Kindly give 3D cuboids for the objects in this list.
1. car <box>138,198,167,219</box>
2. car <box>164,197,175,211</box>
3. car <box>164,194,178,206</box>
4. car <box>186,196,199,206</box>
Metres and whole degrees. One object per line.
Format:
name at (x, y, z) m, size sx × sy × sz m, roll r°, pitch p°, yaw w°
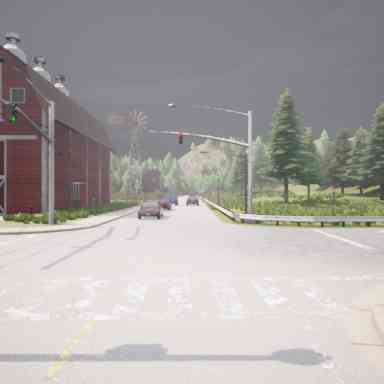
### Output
car at (-3.551, 1.550, 29.209) m, size 1.812 × 1.442 × 4.674 m, roll 0°, pitch 0°, yaw 0°
car at (-3.530, 1.635, 41.091) m, size 1.895 × 1.301 × 4.718 m, roll 0°, pitch 0°, yaw 0°
car at (-3.484, 1.270, 55.814) m, size 2.150 × 2.045 × 5.566 m, roll 0°, pitch 0°, yaw 0°
car at (0.094, 1.399, 55.615) m, size 2.097 × 1.767 × 4.553 m, roll 0°, pitch 0°, yaw 0°
